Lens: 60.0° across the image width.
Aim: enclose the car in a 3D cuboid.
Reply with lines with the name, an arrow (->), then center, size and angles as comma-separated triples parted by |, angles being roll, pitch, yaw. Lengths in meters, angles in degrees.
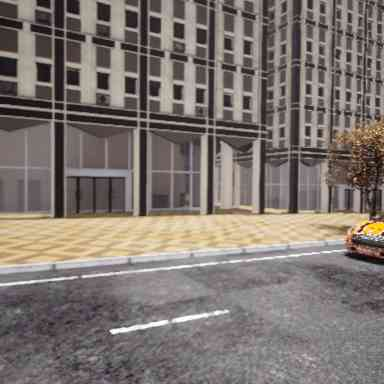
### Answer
car -> 7.507, 1.312, 11.468 | 4.553, 1.767, 2.097 | 1, 1, -27
